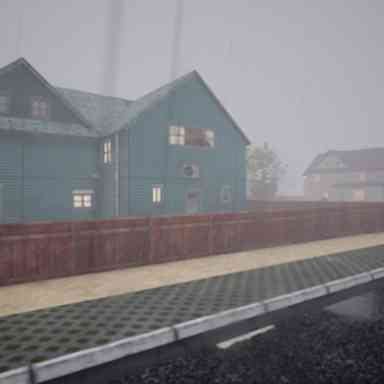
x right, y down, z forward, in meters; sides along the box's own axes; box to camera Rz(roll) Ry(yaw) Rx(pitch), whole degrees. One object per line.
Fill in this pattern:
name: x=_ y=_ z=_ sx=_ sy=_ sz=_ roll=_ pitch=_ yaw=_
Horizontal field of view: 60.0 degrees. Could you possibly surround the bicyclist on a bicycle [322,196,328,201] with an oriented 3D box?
bicyclist on a bicycle: x=13.593 y=1.200 z=34.037 sx=1.656 sy=1.620 sz=0.582 roll=-1 pitch=1 yaw=-36
